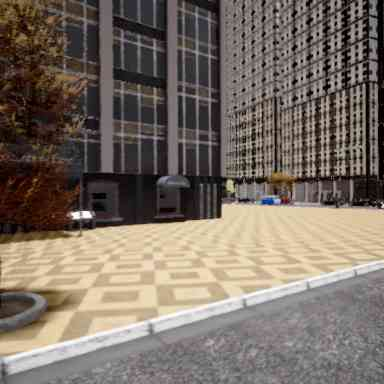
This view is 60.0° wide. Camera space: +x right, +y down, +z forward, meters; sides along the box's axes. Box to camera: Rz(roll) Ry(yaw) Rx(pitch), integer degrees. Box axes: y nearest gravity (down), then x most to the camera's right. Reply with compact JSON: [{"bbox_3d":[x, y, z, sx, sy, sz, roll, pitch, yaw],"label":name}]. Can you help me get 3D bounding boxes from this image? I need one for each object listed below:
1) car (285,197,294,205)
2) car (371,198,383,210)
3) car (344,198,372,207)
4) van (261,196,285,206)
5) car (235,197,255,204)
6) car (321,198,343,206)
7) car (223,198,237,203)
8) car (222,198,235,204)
[{"bbox_3d":[17.195,1.723,62.577,1.812,1.442,4.674,0,-1,-24],"label":"car"},{"bbox_3d":[22.510,1.381,36.263,2.008,1.369,4.403,-1,0,-24],"label":"car"},{"bbox_3d":[25.664,1.516,49.933,1.947,1.339,4.313,-1,0,-24],"label":"car"},{"bbox_3d":[13.466,1.514,56.868,1.690,1.788,3.998,-1,0,-24],"label":"van"},{"bbox_3d":[12.124,1.754,74.124,2.128,1.511,4.902,0,-1,-24],"label":"car"},{"bbox_3d":[23.405,1.601,55.083,1.947,1.339,4.313,-1,0,-24],"label":"car"},{"bbox_3d":[9.848,2.153,85.987,1.802,1.307,4.206,-2,0,-24],"label":"car"},{"bbox_3d":[6.693,1.990,72.318,2.008,1.369,4.403,-1,0,-24],"label":"car"}]
